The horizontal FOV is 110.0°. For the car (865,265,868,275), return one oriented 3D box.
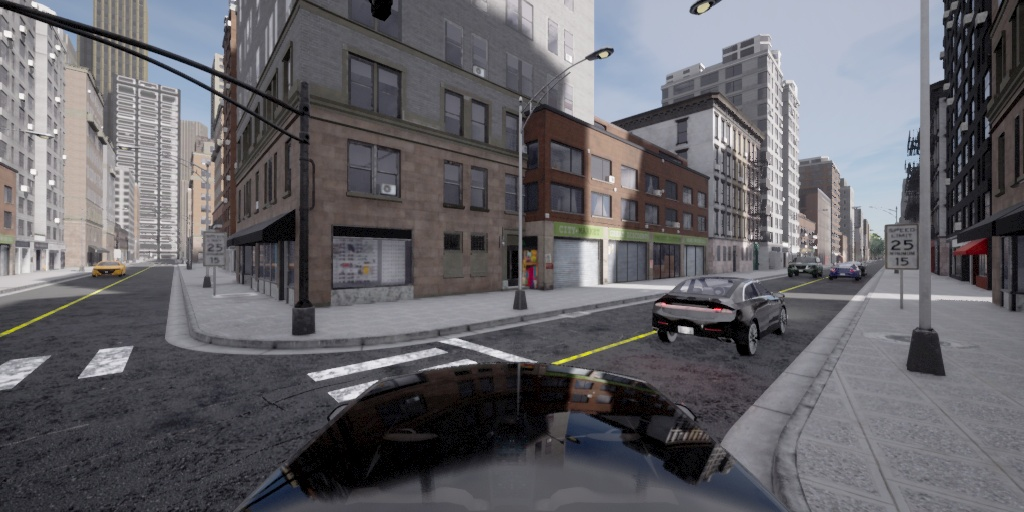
[{"bbox_3d":[36.083,1.301,37.869,5.008,1.535,1.882,0,0,-43],"label":"car"}]

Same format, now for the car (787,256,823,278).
[{"bbox_3d":[28.767,1.030,35.110,5.566,2.045,2.150,0,0,-43],"label":"car"}]

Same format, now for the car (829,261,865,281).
[{"bbox_3d":[28.623,1.328,30.762,4.674,1.442,1.812,0,0,-43],"label":"car"}]

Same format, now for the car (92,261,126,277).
[{"bbox_3d":[-39.334,1.211,35.083,1.882,1.535,5.008,0,0,-43],"label":"car"}]

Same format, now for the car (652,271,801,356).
[{"bbox_3d":[5.178,1.248,8.715,4.902,1.511,2.128,0,0,-43],"label":"car"}]
